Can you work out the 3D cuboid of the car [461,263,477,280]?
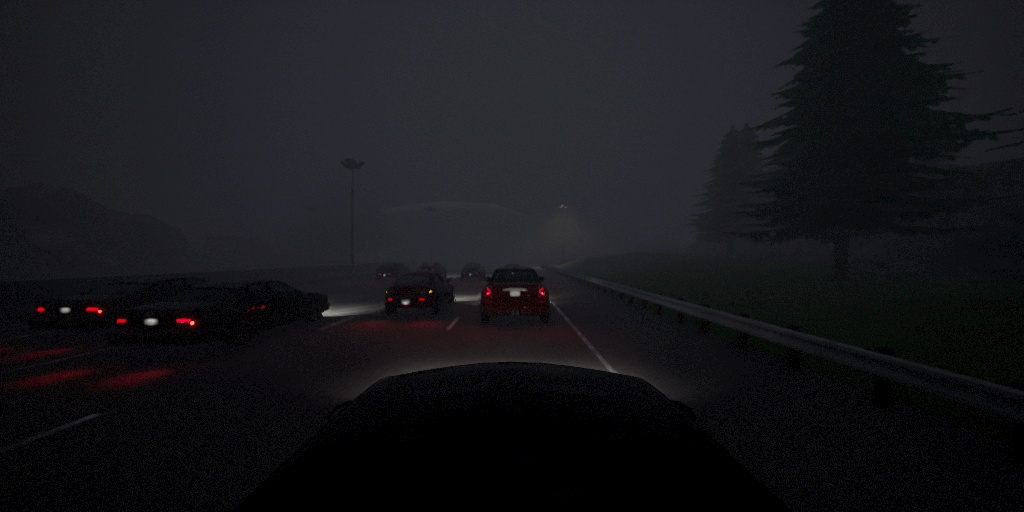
[{"bbox_3d":[-3.435,1.333,31.800,1.812,1.442,4.674,0,0,0],"label":"car"}]

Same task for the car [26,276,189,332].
[{"bbox_3d":[-10.406,1.320,10.859,2.033,1.411,5.357,0,0,0],"label":"car"}]

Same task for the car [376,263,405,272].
[{"bbox_3d":[-10.421,1.315,31.727,1.837,1.490,4.892,0,0,0],"label":"car"}]

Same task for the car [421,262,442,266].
[{"bbox_3d":[-6.921,1.299,31.124,2.128,1.511,4.902,0,0,0],"label":"car"}]

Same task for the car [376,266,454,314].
[{"bbox_3d":[-3.423,1.300,13.820,1.812,1.442,4.674,0,0,0],"label":"car"}]

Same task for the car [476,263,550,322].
[{"bbox_3d":[0.092,1.122,12.561,2.097,1.767,4.553,0,0,0],"label":"car"}]

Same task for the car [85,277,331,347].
[{"bbox_3d":[-6.905,1.315,9.368,2.033,1.411,5.357,0,0,0],"label":"car"}]
